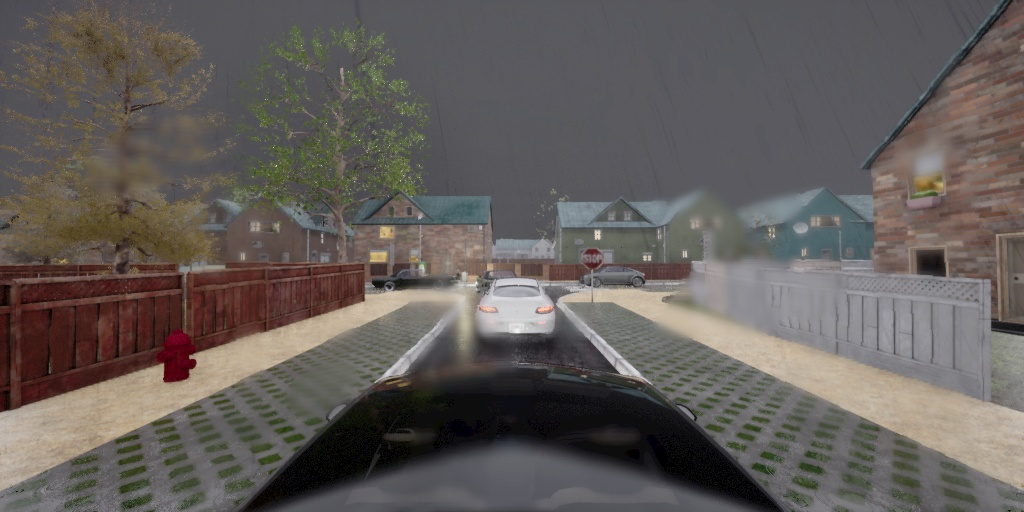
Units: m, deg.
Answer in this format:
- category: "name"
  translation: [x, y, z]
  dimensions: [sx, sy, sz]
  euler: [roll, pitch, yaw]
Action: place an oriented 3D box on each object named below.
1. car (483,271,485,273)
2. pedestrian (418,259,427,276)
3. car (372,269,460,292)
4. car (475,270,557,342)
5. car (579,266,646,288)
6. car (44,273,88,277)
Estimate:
- category: "car"
  translation: [-0.745, 1.366, 18.461]
  dimensions: [1.895, 1.301, 4.718]
  euler: [0, -1, -12]
- category: "pedestrian"
  translation: [-6.683, 1.118, 26.736]
  dimensions: [0.375, 1.860, 0.375]
  euler: [0, -1, 1]
- category: "car"
  translation: [-5.469, 1.416, 20.849]
  dimensions: [4.718, 1.301, 1.895]
  euler: [-1, -1, 1]
- category: "car"
  translation: [0.109, 1.279, 9.642]
  dimensions: [1.812, 1.442, 4.674]
  euler: [0, 0, 0]
- category: "car"
  translation: [6.554, 1.344, 23.631]
  dimensions: [4.181, 1.385, 1.994]
  euler: [0, -1, 1]
- category: "car"
  translation: [-25.593, 1.632, 21.133]
  dimensions: [4.718, 1.301, 1.895]
  euler: [-1, -1, 1]
